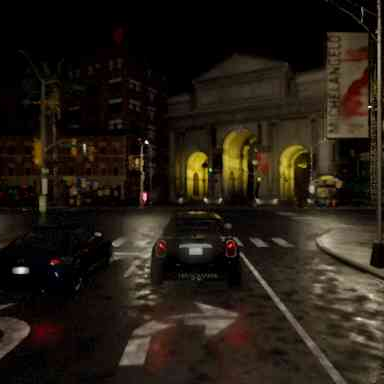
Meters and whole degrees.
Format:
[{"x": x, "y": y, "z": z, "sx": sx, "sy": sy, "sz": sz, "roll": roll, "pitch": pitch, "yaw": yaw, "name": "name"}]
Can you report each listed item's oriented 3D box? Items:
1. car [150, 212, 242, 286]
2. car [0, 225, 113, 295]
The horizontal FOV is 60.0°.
[{"x": 0.099, "y": 1.328, "z": 9.477, "sx": 2.097, "sy": 1.767, "sz": 4.553, "roll": 0, "pitch": 0, "yaw": 0, "name": "car"}, {"x": -3.417, "y": 1.541, "z": 8.654, "sx": 1.994, "sy": 1.385, "sz": 4.181, "roll": 0, "pitch": 0, "yaw": 0, "name": "car"}]
